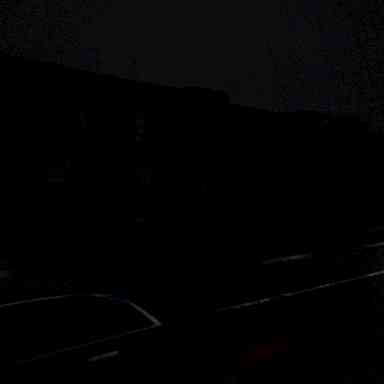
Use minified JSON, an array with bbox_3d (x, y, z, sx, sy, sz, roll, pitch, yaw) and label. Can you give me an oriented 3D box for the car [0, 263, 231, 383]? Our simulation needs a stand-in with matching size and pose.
[{"bbox_3d":[-1.922,1.501,2.818,4.892,1.490,1.837,0,0,-32],"label":"car"}]
